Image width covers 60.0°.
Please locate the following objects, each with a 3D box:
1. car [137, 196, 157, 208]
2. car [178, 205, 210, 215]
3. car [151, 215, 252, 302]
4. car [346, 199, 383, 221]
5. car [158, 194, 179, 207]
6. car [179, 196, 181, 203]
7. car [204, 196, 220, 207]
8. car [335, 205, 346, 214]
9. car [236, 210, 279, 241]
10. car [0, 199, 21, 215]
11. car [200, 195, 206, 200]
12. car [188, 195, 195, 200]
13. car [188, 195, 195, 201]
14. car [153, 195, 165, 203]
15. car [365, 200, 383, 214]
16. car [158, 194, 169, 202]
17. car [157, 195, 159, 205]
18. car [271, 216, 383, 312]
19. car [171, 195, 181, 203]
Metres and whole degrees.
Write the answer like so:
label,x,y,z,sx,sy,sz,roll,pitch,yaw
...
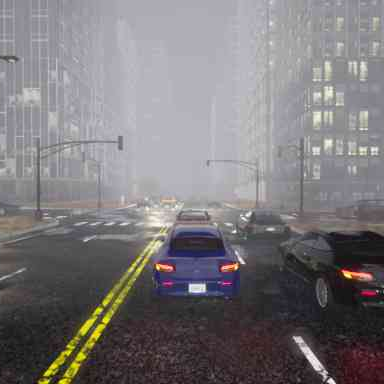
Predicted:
label,x,y,z,sx,sy,sz,roll,pitch,yaw
car,-6.668,1.513,47.801,2.033,1.411,5.357,0,0,0
car,0.077,1.591,17.302,1.895,1.301,4.718,0,0,0
car,0.089,1.522,8.136,1.812,1.442,4.674,0,0,0
car,16.161,1.520,27.883,5.009,1.841,2.192,1,0,1
car,-3.416,1.442,49.199,1.882,1.535,5.008,0,0,0
car,-3.414,1.554,58.578,1.895,1.301,4.718,0,0,0
car,3.169,1.564,49.768,1.895,1.301,4.718,0,0,1
car,16.744,1.680,33.661,4.181,1.385,1.994,0,1,1
car,3.330,1.555,16.140,1.994,1.385,4.181,0,0,-1
car,-18.506,1.358,30.974,4.892,1.490,1.837,1,1,2
car,3.121,1.467,86.466,1.994,1.385,4.181,0,0,0
car,-0.132,1.505,89.096,1.895,1.301,4.718,0,0,0
car,-0.117,1.466,78.940,2.033,1.411,5.357,0,0,0
car,-6.623,1.448,66.893,1.837,1.490,4.892,0,0,0
car,21.757,1.643,36.178,4.829,1.417,1.752,1,0,1
car,-6.614,1.285,76.818,2.097,1.767,4.553,0,0,0
car,-6.666,1.460,57.539,1.837,1.490,4.892,0,0,0
car,3.340,1.522,7.571,1.812,1.442,4.674,0,0,0
car,-3.353,1.418,69.106,1.882,1.535,5.008,0,0,0
